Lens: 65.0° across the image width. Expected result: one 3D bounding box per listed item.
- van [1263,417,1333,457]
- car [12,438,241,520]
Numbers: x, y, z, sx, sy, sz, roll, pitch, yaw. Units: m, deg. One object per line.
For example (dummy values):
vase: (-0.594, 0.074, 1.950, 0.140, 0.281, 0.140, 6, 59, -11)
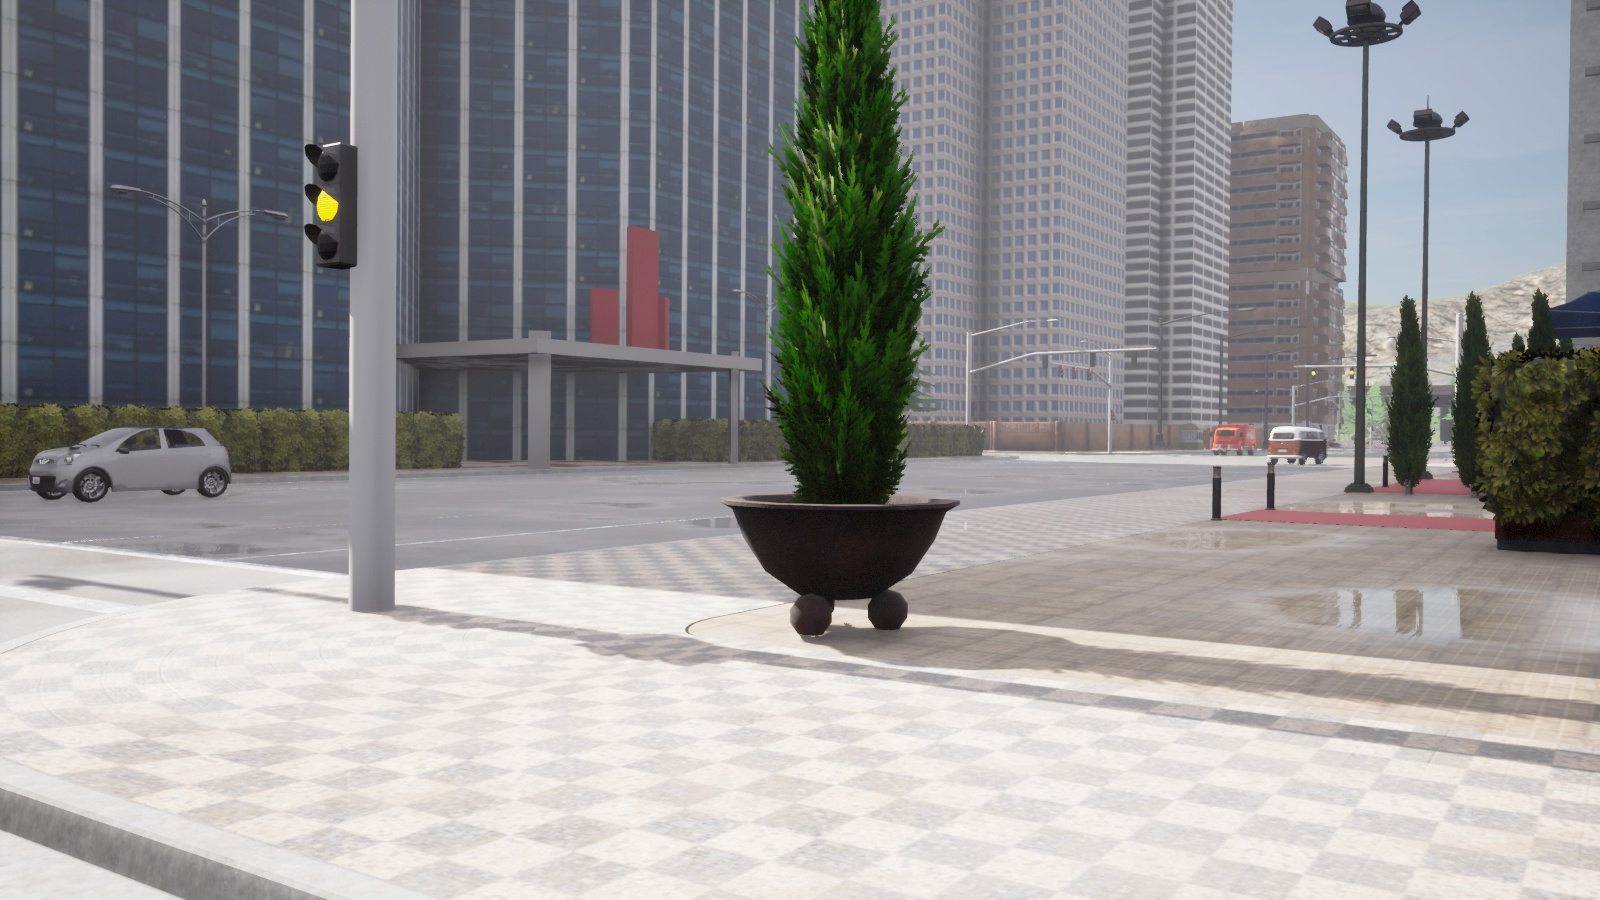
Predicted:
van: (26.993, -0.718, 67.989, 2.069, 2.038, 4.480, -1, 0, 42)
car: (-13.586, 0.520, 25.495, 1.845, 1.501, 3.633, 0, 1, 33)
